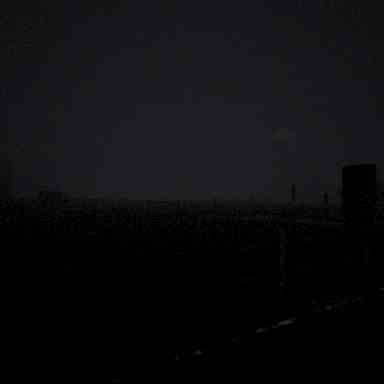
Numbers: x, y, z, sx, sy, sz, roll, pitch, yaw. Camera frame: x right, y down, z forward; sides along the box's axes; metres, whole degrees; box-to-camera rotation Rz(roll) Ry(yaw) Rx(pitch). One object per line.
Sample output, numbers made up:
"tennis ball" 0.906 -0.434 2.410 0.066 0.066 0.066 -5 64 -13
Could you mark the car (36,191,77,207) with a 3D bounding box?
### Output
"car" -17.000 0.930 41.714 5.566 2.045 2.150 0 0 27
